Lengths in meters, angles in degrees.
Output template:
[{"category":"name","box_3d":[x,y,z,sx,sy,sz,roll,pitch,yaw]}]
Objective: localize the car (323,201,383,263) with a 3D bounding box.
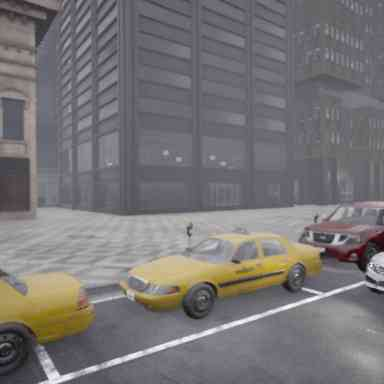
[{"category":"car","box_3d":[5.609,1.253,10.649,5.009,1.841,2.192,0,0,-35]}]

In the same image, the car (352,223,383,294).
[{"category":"car","box_3d":[5.797,1.473,7.510,4.674,1.442,1.812,0,0,-35]}]

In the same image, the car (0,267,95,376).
[{"category":"car","box_3d":[-3.715,1.530,4.003,4.829,1.417,1.752,0,0,-35]}]

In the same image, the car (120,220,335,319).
[{"category":"car","box_3d":[0.879,1.497,7.277,4.829,1.417,1.752,0,0,-35]}]
